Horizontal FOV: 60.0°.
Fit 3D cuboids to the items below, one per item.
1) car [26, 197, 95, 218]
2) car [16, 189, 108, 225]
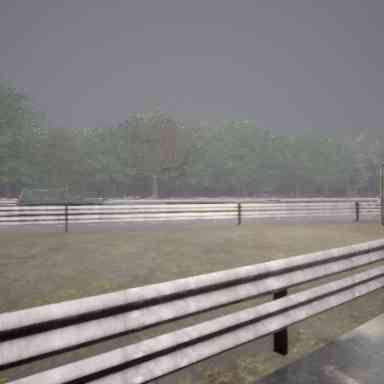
[{"bbox_3d":[-9.795,1.134,24.977,4.674,1.442,1.812,0,0,-23],"label":"car"},{"bbox_3d":[-8.407,0.829,21.765,5.566,2.045,2.150,0,0,-23],"label":"car"}]
